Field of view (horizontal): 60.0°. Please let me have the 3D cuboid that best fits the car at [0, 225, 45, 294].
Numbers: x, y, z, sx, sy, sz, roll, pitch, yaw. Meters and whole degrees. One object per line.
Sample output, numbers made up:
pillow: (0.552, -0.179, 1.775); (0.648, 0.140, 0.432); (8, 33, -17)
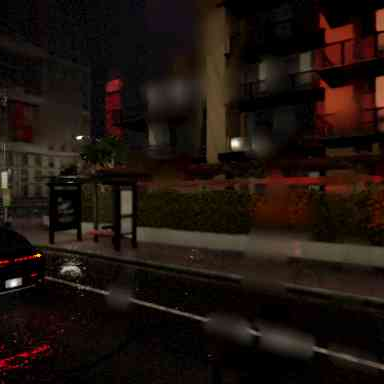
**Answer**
car: (-5.421, 1.506, 7.863); (4.892, 1.490, 1.837); (0, 0, 35)
